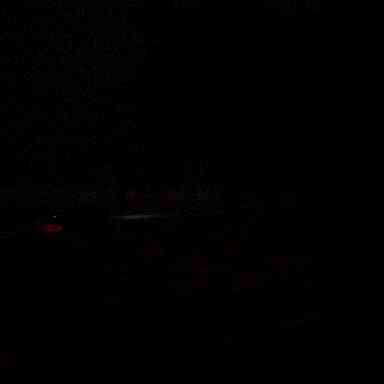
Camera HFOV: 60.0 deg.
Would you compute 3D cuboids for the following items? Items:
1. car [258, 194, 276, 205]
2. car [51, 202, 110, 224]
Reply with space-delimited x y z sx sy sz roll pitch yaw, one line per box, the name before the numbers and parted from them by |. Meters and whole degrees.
car | 14.201 1.412 63.174 2.150 2.045 5.566 2 1 30
car | -8.782 1.603 26.638 2.128 1.511 4.902 2 2 35
